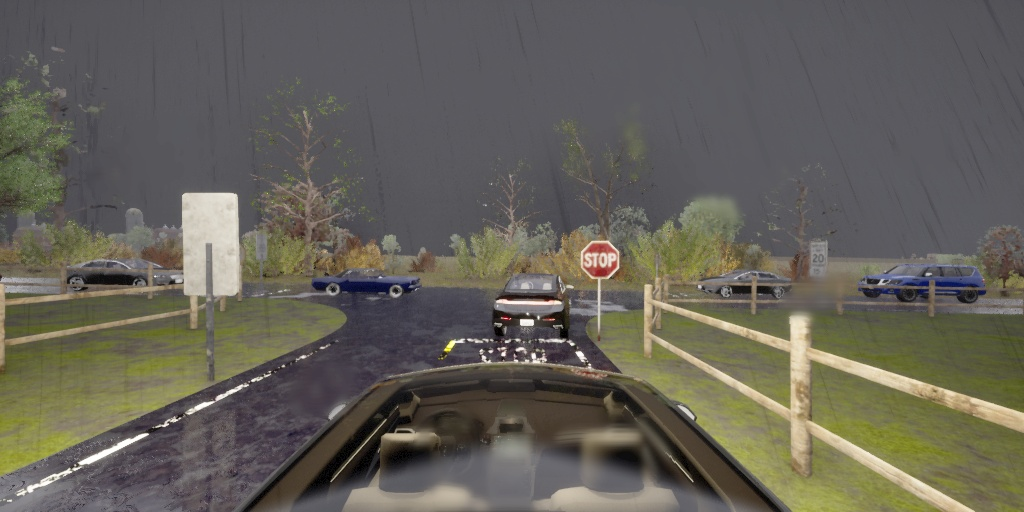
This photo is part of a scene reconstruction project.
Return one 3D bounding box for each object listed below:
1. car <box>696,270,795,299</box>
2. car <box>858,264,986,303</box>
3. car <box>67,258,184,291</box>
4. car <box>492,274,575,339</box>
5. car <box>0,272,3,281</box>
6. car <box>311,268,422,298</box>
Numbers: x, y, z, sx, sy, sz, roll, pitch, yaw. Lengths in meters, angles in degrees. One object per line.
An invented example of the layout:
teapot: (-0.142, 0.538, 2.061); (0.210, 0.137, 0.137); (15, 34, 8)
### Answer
car: (13.015, 1.525, 20.156); (4.902, 1.511, 2.128); (1, 1, 0)
car: (22.911, 1.466, 20.138); (5.566, 2.045, 2.150); (1, 1, 0)
car: (-18.480, 0.885, 17.266); (4.902, 1.511, 2.128); (1, 1, 0)
car: (0.712, 1.240, 10.206); (2.128, 1.511, 4.902); (0, 0, 9)
car: (-27.784, 0.717, 17.280); (4.674, 1.442, 1.812); (1, 1, 0)
car: (-6.812, 1.248, 17.242); (4.718, 1.301, 1.895); (1, 1, 0)
